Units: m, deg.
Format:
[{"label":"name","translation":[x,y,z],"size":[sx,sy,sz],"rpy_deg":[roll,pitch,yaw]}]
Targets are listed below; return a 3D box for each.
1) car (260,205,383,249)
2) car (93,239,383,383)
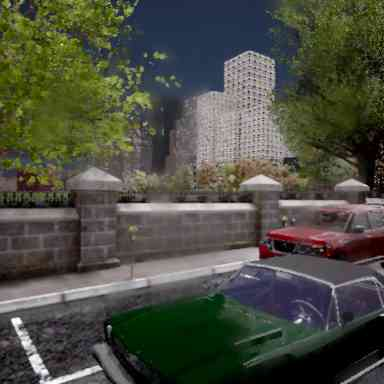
[{"label":"car","translation":[4.201,1.325,9.548],"size":[5.009,1.841,2.192],"rpy_deg":[0,1,-36]},{"label":"car","translation":[1.265,1.605,4.284],"size":[4.718,1.301,1.895],"rpy_deg":[0,0,-36]}]
